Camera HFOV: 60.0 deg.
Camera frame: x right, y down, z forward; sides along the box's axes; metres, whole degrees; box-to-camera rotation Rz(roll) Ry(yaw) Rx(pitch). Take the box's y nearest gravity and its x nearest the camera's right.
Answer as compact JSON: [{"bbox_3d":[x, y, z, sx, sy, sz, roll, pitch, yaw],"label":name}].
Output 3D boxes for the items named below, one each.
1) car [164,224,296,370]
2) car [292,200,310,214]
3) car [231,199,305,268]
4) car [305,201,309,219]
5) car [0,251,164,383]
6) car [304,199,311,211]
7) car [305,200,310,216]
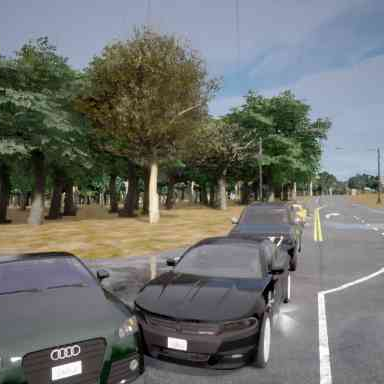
[{"bbox_3d":[0.730,1.613,6.276,1.882,1.535,5.008,-1,-2,21],"label":"car"},{"bbox_3d":[13.275,1.744,40.177,1.812,1.442,4.674,-1,0,21],"label":"car"},{"bbox_3d":[2.845,1.458,12.419,2.150,2.045,5.566,-2,0,20],"label":"car"},{"bbox_3d":[7.209,1.662,24.081,1.882,1.535,5.008,-1,0,20],"label":"car"},{"bbox_3d":[-2.315,1.643,4.976,1.994,1.385,4.181,1,-2,-33],"label":"car"},{"bbox_3d":[11.285,1.560,34.965,2.097,1.767,4.553,-1,0,21],"label":"car"},{"bbox_3d":[9.263,1.722,29.588,1.812,1.442,4.674,-1,0,20],"label":"car"}]
